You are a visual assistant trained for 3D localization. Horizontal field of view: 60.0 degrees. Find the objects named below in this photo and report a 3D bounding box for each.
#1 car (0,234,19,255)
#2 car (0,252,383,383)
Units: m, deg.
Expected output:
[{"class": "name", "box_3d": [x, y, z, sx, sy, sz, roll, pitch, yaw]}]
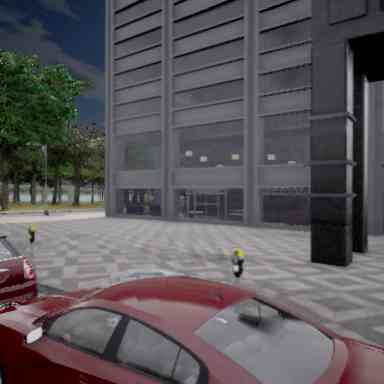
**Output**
[{"class": "car", "box_3d": [-4.837, 1.422, 6.412, 4.097, 1.590, 1.967, 0, 0, 35]}, {"class": "car", "box_3d": [-0.410, 1.539, 3.256, 4.507, 1.381, 1.887, 0, 0, 35]}]
